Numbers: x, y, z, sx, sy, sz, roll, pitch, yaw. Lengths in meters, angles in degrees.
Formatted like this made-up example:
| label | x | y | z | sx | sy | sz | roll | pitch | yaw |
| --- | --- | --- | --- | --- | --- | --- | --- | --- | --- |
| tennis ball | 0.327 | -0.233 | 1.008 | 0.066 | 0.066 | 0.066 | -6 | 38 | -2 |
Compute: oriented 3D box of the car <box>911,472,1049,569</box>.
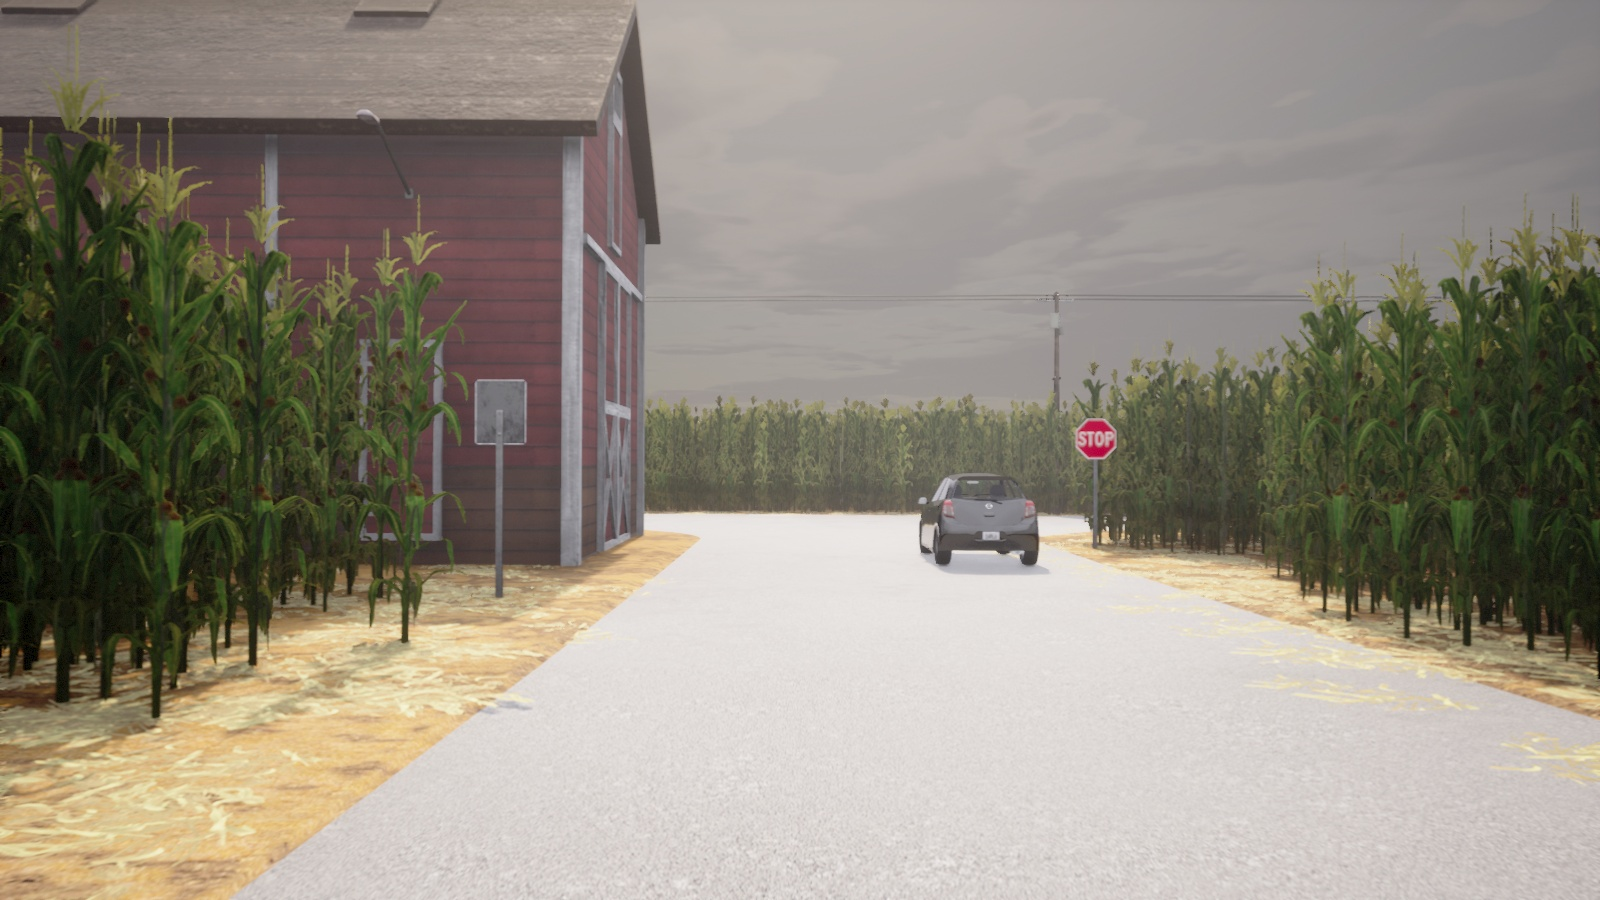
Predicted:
| label | x | y | z | sx | sy | sz | roll | pitch | yaw |
| --- | --- | --- | --- | --- | --- | --- | --- | --- | --- |
| car | 3.030 | 1.155 | 21.826 | 1.845 | 1.501 | 3.633 | 0 | 0 | 0 |
